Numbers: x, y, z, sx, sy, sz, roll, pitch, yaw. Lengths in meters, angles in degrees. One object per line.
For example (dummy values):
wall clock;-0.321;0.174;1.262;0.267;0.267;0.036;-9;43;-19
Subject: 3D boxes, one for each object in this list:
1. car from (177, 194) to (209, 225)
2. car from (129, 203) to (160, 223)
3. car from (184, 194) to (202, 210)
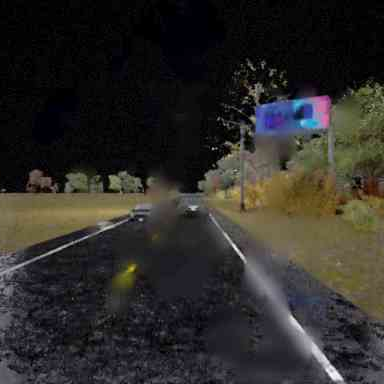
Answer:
car;0.085;1.227;24.290;2.150;2.045;5.566;0;-1;0
car;-3.548;1.558;25.976;2.033;1.411;5.357;0;0;1
car;0.095;1.238;43.658;2.150;2.045;5.566;0;0;0
